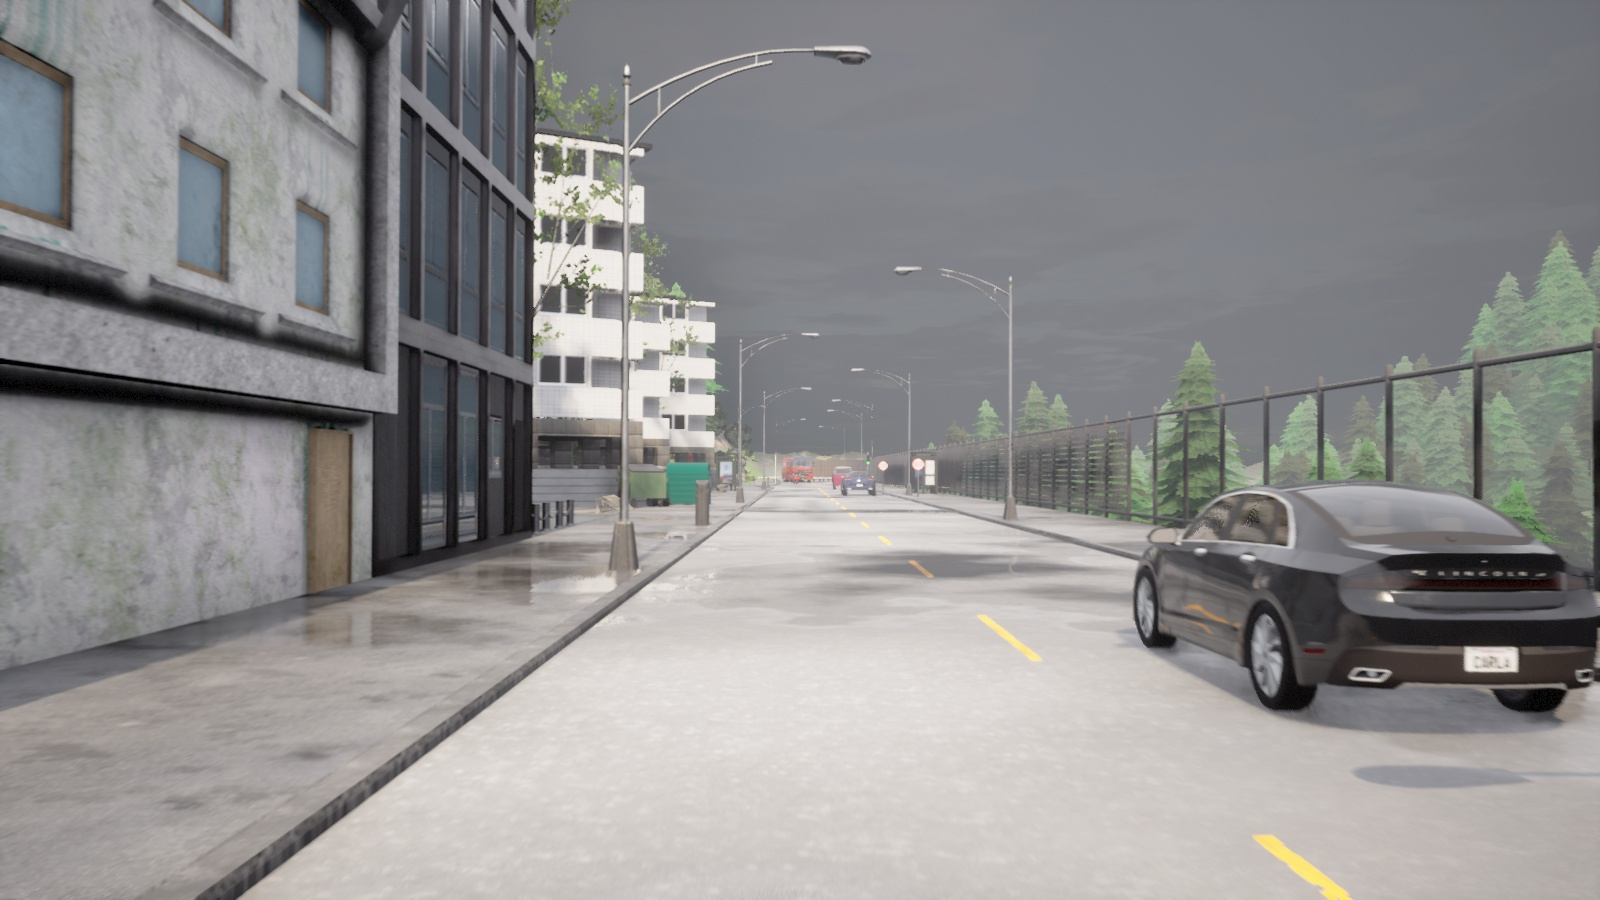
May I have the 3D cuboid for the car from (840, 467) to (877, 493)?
[{"bbox_3d":[3.787,1.953,82.155,2.152,1.651,5.027,0,-1,0],"label":"car"}]

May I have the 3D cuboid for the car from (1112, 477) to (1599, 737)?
[{"bbox_3d":[3.973,0.968,9.800,1.837,1.490,4.892,0,-1,0],"label":"car"}]
